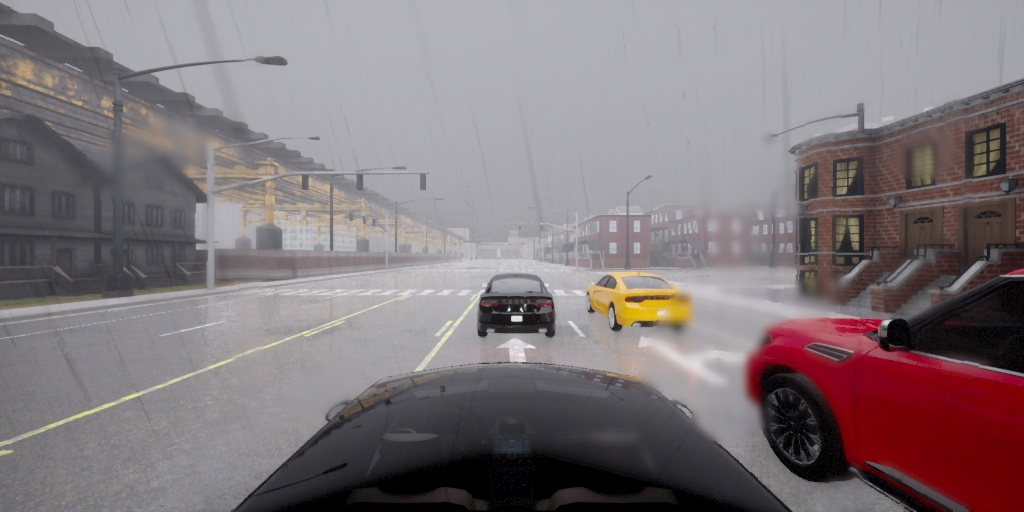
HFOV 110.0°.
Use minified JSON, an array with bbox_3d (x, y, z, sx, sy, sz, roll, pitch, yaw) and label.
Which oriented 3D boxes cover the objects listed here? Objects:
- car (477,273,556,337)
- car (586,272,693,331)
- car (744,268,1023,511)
[{"bbox_3d":[0.107,1.228,10.353,1.882,1.535,5.008,0,0,0],"label":"car"},{"bbox_3d":[3.609,1.228,11.055,1.882,1.535,5.008,0,0,0],"label":"car"},{"bbox_3d":[3.598,0.971,1.530,2.150,2.045,5.566,0,0,0],"label":"car"}]
